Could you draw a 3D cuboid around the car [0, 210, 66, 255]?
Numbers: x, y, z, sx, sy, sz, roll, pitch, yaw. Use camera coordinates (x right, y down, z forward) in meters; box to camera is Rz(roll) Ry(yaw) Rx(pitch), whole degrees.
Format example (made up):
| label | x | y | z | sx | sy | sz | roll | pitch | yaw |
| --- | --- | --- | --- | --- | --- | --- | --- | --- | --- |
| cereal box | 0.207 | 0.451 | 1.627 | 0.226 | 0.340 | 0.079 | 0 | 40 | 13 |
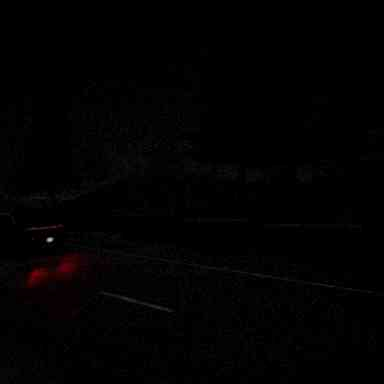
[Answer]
| label | x | y | z | sx | sy | sz | roll | pitch | yaw |
| --- | --- | --- | --- | --- | --- | --- | --- | --- | --- |
| car | -7.016 | 1.473 | 13.225 | 4.902 | 1.511 | 2.128 | 0 | 0 | 36 |
